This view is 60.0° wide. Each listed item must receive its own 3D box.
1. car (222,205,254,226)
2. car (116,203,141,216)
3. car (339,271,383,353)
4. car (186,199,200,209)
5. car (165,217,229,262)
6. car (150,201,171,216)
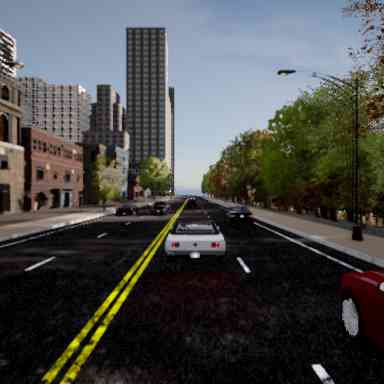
[{"bbox_3d":[3.354,1.690,24.860,2.033,1.411,5.357,0,0,0],"label":"car"},{"bbox_3d":[-6.584,1.797,34.610,1.895,1.301,4.718,0,0,0],"label":"car"},{"bbox_3d":[3.351,1.498,3.495,1.882,1.535,5.008,0,0,0],"label":"car"},{"bbox_3d":[0.109,1.790,50.983,1.837,1.490,4.892,0,0,0],"label":"car"},{"bbox_3d":[0.104,1.673,12.461,1.895,1.301,4.718,0,0,0],"label":"car"},{"bbox_3d":[-3.330,1.707,35.521,1.837,1.490,4.892,0,0,0],"label":"car"}]
